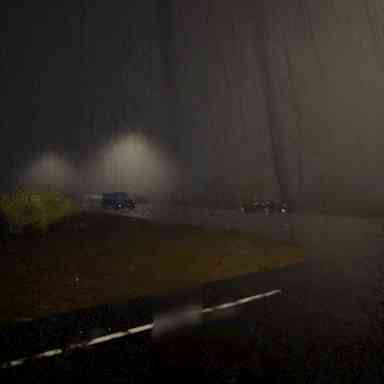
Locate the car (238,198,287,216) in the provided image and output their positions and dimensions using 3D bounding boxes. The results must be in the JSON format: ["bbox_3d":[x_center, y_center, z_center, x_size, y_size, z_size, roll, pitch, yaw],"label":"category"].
[{"bbox_3d":[6.188,1.280,29.775,1.837,1.490,4.892,-1,1,-37],"label":"car"}]

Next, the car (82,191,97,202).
[{"bbox_3d":[-18.781,0.776,62.599,2.150,2.045,5.566,-1,1,-37],"label":"car"}]

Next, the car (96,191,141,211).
[{"bbox_3d":[-8.350,0.975,37.324,2.150,2.045,5.566,-1,1,-37],"label":"car"}]

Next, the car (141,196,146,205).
[{"bbox_3d":[-8.392,1.170,48.945,1.812,1.442,4.674,-1,1,-37],"label":"car"}]
